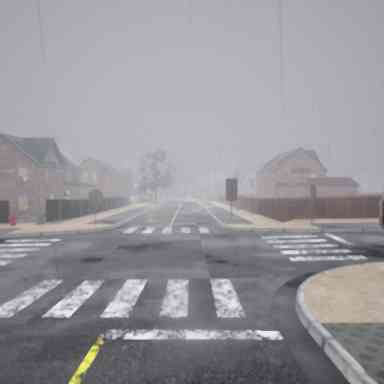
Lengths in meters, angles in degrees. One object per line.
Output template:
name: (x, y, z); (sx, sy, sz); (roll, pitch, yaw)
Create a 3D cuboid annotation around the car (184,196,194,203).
car: (-0.633, 1.504, 66.891); (1.994, 1.385, 4.181); (0, 0, -2)

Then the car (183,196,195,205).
car: (-0.484, 1.432, 56.863); (1.812, 1.442, 4.674); (0, 0, -1)
